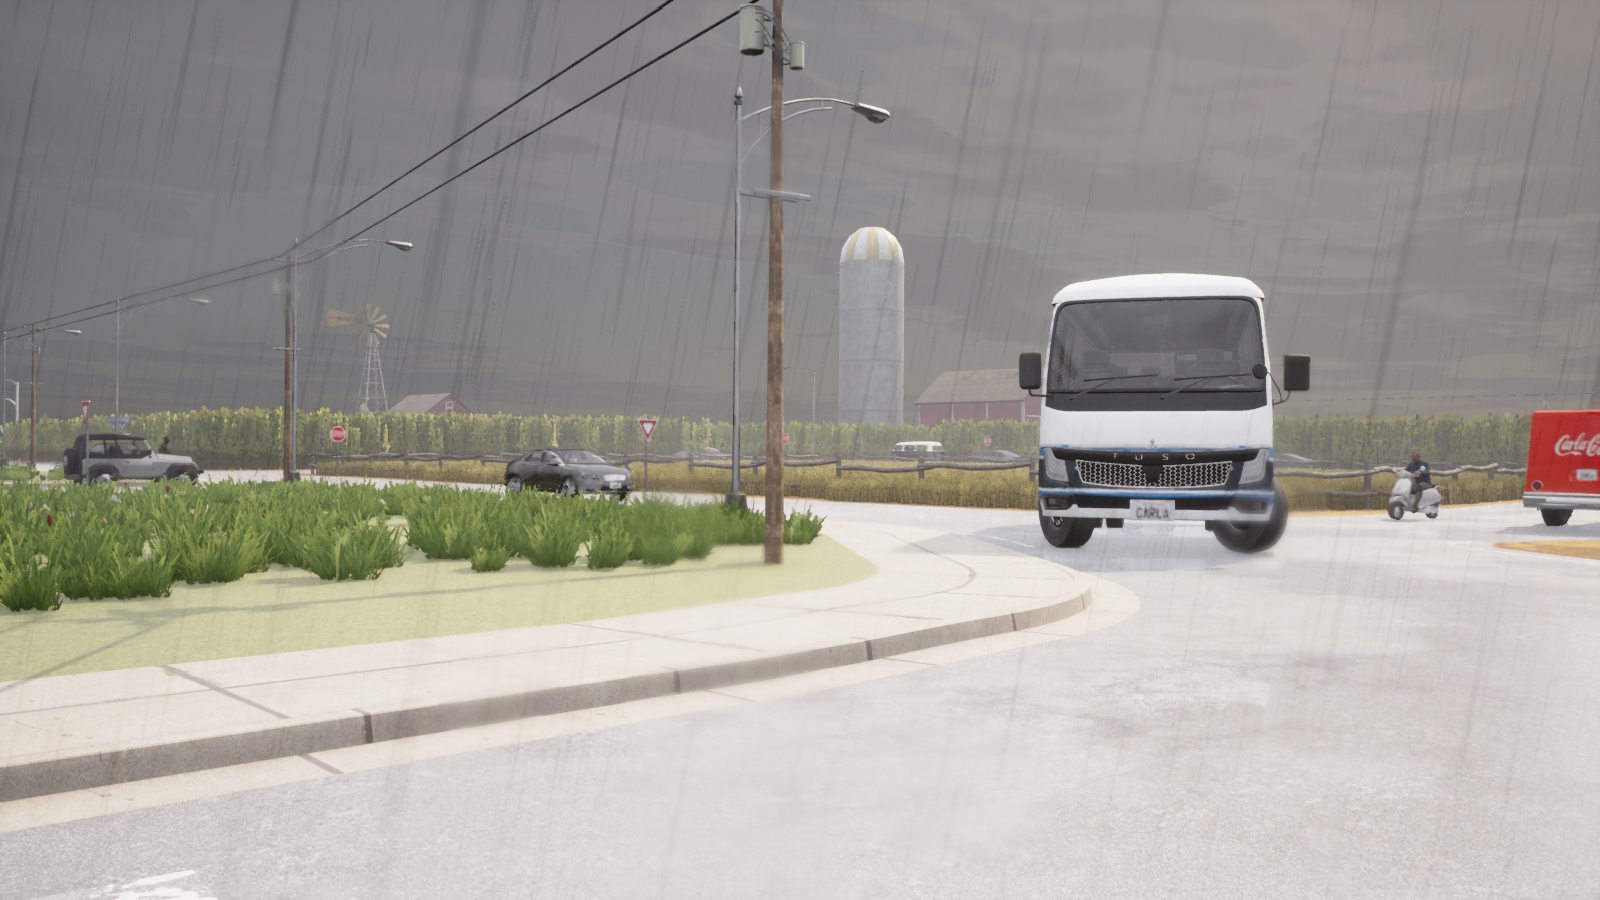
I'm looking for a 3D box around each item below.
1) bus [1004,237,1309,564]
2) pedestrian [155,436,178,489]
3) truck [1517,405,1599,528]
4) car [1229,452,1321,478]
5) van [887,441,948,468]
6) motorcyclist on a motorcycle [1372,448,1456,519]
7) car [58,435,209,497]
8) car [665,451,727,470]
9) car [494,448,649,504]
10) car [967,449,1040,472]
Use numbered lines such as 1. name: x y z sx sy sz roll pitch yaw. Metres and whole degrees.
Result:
1. bus: 6.262 -0.621 21.791 3.944 4.253 10.273 0 0 17
2. pedestrian: -23.230 0.449 46.037 0.692 1.930 0.395 0 0 25
3. truck: 17.916 0.334 26.928 5.204 2.467 2.627 0 0 -38
4. car: 28.570 0.867 75.606 1.837 1.490 4.892 0 0 -42
5. van: 9.022 0.328 96.940 2.069 2.038 4.480 0 1 -42
6. motorcyclist on a motorcycle: 14.206 0.762 29.027 1.817 1.590 0.866 0 0 -30
7. car: -21.179 0.491 39.952 3.866 1.878 1.905 0 0 -43
8. car: -7.661 0.761 92.413 4.181 1.385 1.994 0 0 -43
9. car: -6.694 0.698 36.435 2.128 1.511 4.902 0 0 -43
10. car: 14.061 0.719 86.843 1.837 1.490 4.892 0 0 -42
